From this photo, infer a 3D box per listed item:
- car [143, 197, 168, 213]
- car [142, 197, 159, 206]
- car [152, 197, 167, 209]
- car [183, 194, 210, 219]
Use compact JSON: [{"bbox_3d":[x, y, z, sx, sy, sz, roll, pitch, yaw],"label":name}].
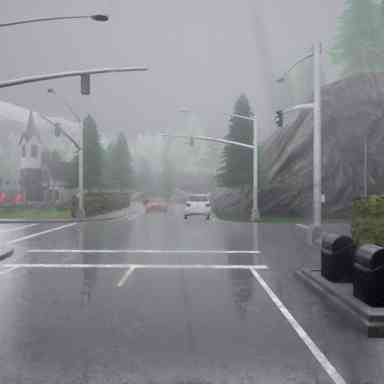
[{"bbox_3d":[-3.781,1.352,36.339,2.097,1.767,4.553,0,0,-2],"label":"car"},{"bbox_3d":[-6.969,1.563,55.777,1.994,1.385,4.181,0,0,-19],"label":"car"},{"bbox_3d":[-4.592,1.505,46.148,1.837,1.490,4.892,0,0,-9],"label":"car"},{"bbox_3d":[0.413,1.221,29.289,2.150,2.045,5.566,0,0,-1],"label":"car"}]
